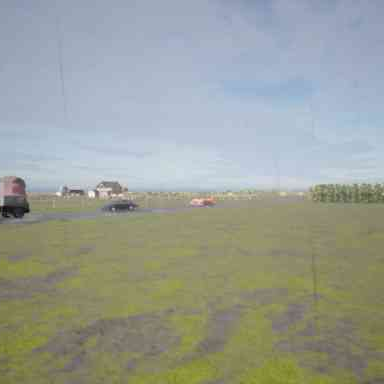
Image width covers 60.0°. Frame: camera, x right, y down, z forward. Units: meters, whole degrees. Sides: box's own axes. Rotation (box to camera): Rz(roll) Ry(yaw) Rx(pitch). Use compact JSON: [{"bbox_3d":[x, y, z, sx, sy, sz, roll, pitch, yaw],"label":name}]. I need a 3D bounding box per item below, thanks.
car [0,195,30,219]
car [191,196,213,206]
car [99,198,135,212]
[{"bbox_3d":[-16.730,1.295,28.282,2.150,2.045,5.566,0,0,33],"label":"car"},{"bbox_3d":[1.716,1.409,55.699,2.097,1.767,4.553,0,0,34],"label":"car"},{"bbox_3d":[-8.926,1.566,39.949,1.837,1.490,4.892,0,1,34],"label":"car"}]
